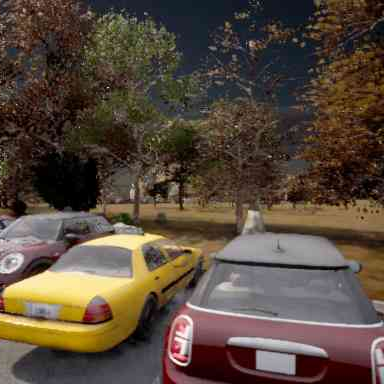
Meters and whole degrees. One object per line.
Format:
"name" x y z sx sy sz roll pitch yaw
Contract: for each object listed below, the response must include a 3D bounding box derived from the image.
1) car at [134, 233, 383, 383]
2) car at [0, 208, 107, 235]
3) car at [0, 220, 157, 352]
"car" 1.228 1.353 4.600 2.185 1.767 4.553 0 -1 16
"car" -3.531 1.325 8.150 2.185 1.767 4.553 1 0 17
"car" -1.110 1.464 6.546 1.946 1.575 5.366 0 -1 16
